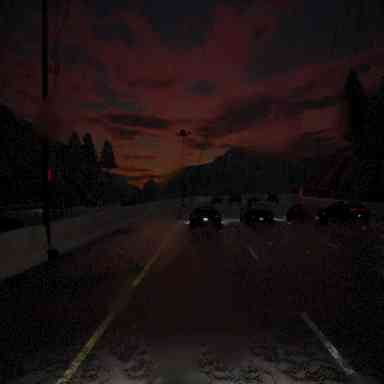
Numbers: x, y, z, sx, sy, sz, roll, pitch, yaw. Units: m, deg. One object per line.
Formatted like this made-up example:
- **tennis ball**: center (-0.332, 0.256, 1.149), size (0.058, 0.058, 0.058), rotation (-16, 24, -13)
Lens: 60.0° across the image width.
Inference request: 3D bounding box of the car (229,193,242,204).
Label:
- **car**: center (8.503, 1.176, 64.825), size (2.150, 2.045, 5.566), rotation (-1, 0, 13)

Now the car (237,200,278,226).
- **car**: center (4.421, 1.498, 23.149), size (1.812, 1.442, 4.674), rotation (0, 0, 2)

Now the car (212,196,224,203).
- **car**: center (5.081, 1.487, 64.961), size (1.837, 1.490, 4.892), rotation (-1, 0, 12)

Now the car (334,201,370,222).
- **car**: center (11.489, 1.408, 25.100), size (2.128, 1.511, 4.902), rotation (0, 0, 2)

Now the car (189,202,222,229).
- **car**: center (0.863, 1.565, 21.434), size (1.994, 1.385, 4.181), rotation (0, 0, 2)

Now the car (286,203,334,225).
- **car**: center (7.926, 1.470, 23.250), size (1.812, 1.442, 4.674), rotation (0, 0, 2)

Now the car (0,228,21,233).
- **car**: center (-10.019, 1.687, 15.633), size (1.895, 1.301, 4.718), rotation (0, 0, 2)

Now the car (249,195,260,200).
- **car**: center (12.082, 1.402, 64.315), size (1.882, 1.535, 5.008), rotation (-1, 0, 13)

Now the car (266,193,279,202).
- **car**: center (15.409, 1.120, 63.766), size (2.150, 2.045, 5.566), rotation (-1, 0, 13)
